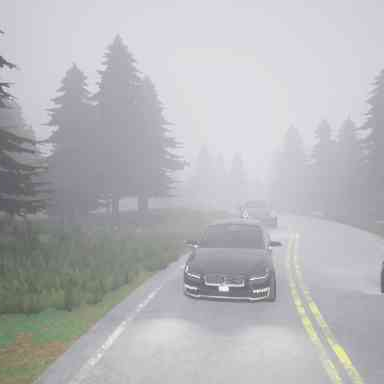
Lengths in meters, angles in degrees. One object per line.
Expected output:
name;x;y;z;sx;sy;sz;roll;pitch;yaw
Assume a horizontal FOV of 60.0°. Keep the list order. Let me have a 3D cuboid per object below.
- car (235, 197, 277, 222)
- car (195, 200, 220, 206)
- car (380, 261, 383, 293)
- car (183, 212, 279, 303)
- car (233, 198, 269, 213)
car;4.001;1.268;21.029;2.097;1.767;4.553;-1;0;4
car;1.976;1.798;44.866;1.812;1.442;4.674;3;-5;-35
car;4.499;1.308;4.645;2.097;1.767;4.553;-1;0;9
car;1.102;1.496;8.420;1.837;1.490;4.892;-1;0;13
car;6.248;1.410;35.735;1.837;1.490;4.892;2;-1;-15
